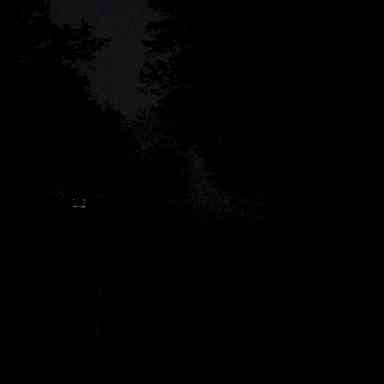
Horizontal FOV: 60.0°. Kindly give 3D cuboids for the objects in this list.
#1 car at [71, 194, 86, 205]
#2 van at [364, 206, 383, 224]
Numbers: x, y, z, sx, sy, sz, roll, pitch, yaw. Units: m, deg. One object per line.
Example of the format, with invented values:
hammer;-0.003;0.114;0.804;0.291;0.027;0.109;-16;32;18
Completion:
car;-17.036;1.072;49.913;2.097;1.767;4.553;3;0;-20
van;19.709;2.353;36.078;1.878;1.987;4.442;0;0;28
